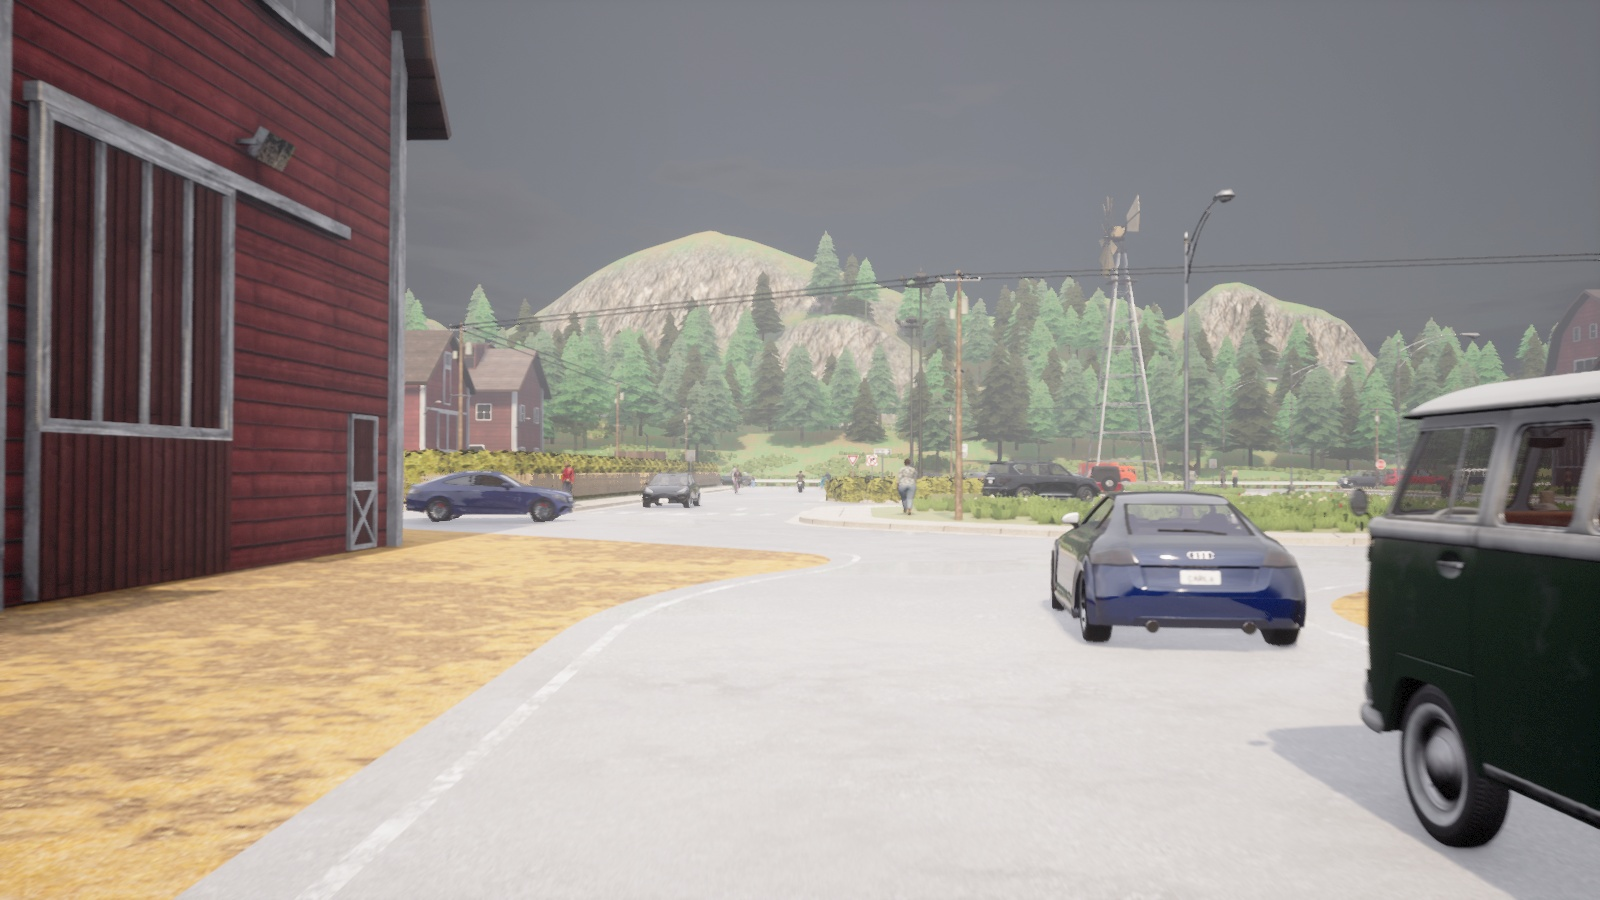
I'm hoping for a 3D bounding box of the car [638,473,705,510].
[{"bbox_3d":[-5.409,1.731,53.464,2.163,1.488,4.792,0,-1,3],"label":"car"}]

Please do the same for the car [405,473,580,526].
[{"bbox_3d":[-8.750,1.393,36.063,4.674,1.442,1.812,0,0,-5],"label":"car"}]

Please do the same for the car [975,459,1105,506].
[{"bbox_3d":[10.987,1.450,57.395,5.566,2.045,2.150,0,-1,-23],"label":"car"}]

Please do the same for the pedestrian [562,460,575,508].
[{"bbox_3d":[-8.958,1.319,48.555,0.331,1.846,0.636,0,-1,8],"label":"pedestrian"}]

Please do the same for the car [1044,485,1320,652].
[{"bbox_3d":[3.716,1.082,12.999,1.994,1.385,4.181,0,-1,6],"label":"car"}]

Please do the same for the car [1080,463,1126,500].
[{"bbox_3d":[16.126,1.666,66.890,1.905,1.878,3.866,0,-1,6],"label":"car"}]

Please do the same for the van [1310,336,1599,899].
[{"bbox_3d":[3.488,0.623,4.147,1.775,1.987,4.442,0,-1,0],"label":"van"}]

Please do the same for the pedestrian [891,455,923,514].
[{"bbox_3d":[3.414,1.108,40.088,0.874,1.855,0.900,0,-1,-3],"label":"pedestrian"}]
